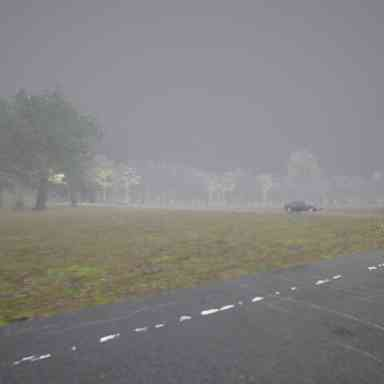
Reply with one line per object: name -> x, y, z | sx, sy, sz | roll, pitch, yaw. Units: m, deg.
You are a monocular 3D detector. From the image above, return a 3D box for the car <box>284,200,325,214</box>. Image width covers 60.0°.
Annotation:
car -> 12.940, 1.740, 38.458 | 1.837, 1.490, 4.892 | 3, -3, -36

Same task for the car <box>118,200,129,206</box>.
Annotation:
car -> -17.683, 2.893, 85.433 | 1.812, 1.442, 4.674 | 2, -2, -28
